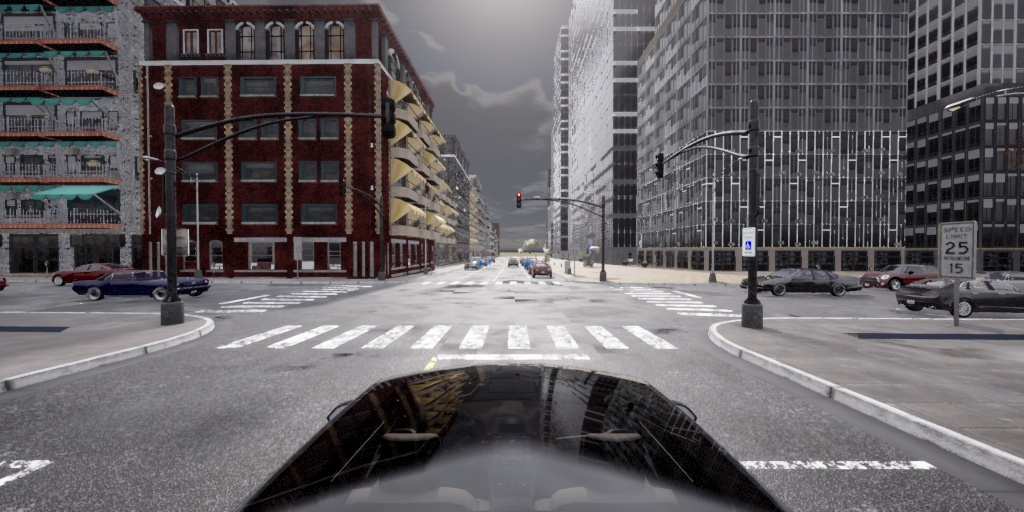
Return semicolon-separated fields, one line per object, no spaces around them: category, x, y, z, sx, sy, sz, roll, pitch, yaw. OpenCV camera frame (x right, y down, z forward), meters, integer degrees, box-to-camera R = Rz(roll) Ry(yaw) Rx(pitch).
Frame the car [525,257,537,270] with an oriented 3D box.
car;2.738;1.159;39.049;1.967;1.591;4.097;0;0;0

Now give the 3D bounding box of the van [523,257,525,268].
van;2.763;1.044;50.341;1.690;1.789;3.998;0;0;0

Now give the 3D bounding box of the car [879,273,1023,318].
car;16.739;1.445;13.066;4.403;1.370;2.007;0;0;1

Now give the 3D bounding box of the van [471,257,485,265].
van;-5.573;1.036;55.972;1.690;1.789;3.998;0;0;0

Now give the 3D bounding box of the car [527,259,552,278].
car;2.726;1.271;33.404;1.888;1.381;4.507;0;0;0

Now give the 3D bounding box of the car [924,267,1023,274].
car;25.252;1.443;18.836;4.718;1.301;1.895;0;1;1

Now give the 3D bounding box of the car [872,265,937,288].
car;23.417;1.230;21.599;4.097;1.591;1.967;0;0;1

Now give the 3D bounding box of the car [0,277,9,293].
car;-22.598;1.259;13.692;4.507;1.381;1.888;0;0;1

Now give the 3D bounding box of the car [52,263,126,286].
car;-25.812;1.109;22.356;4.507;1.381;1.888;0;0;1

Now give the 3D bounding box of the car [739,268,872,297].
car;15.225;1.342;19.001;5.357;1.411;2.033;0;1;1

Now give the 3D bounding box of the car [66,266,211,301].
car;-16.643;1.299;16.304;4.718;1.301;1.895;0;1;1

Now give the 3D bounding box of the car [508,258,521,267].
car;0.236;1.281;64.045;1.895;1.301;4.718;0;0;0

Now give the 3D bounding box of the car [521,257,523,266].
car;2.775;1.240;55.988;1.888;1.381;4.507;0;0;0

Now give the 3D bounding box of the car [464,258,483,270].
car;-5.585;1.269;50.326;1.948;1.339;4.313;0;0;0

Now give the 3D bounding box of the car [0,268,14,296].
car;-26.523;1.255;16.463;4.718;1.301;1.895;0;1;1
